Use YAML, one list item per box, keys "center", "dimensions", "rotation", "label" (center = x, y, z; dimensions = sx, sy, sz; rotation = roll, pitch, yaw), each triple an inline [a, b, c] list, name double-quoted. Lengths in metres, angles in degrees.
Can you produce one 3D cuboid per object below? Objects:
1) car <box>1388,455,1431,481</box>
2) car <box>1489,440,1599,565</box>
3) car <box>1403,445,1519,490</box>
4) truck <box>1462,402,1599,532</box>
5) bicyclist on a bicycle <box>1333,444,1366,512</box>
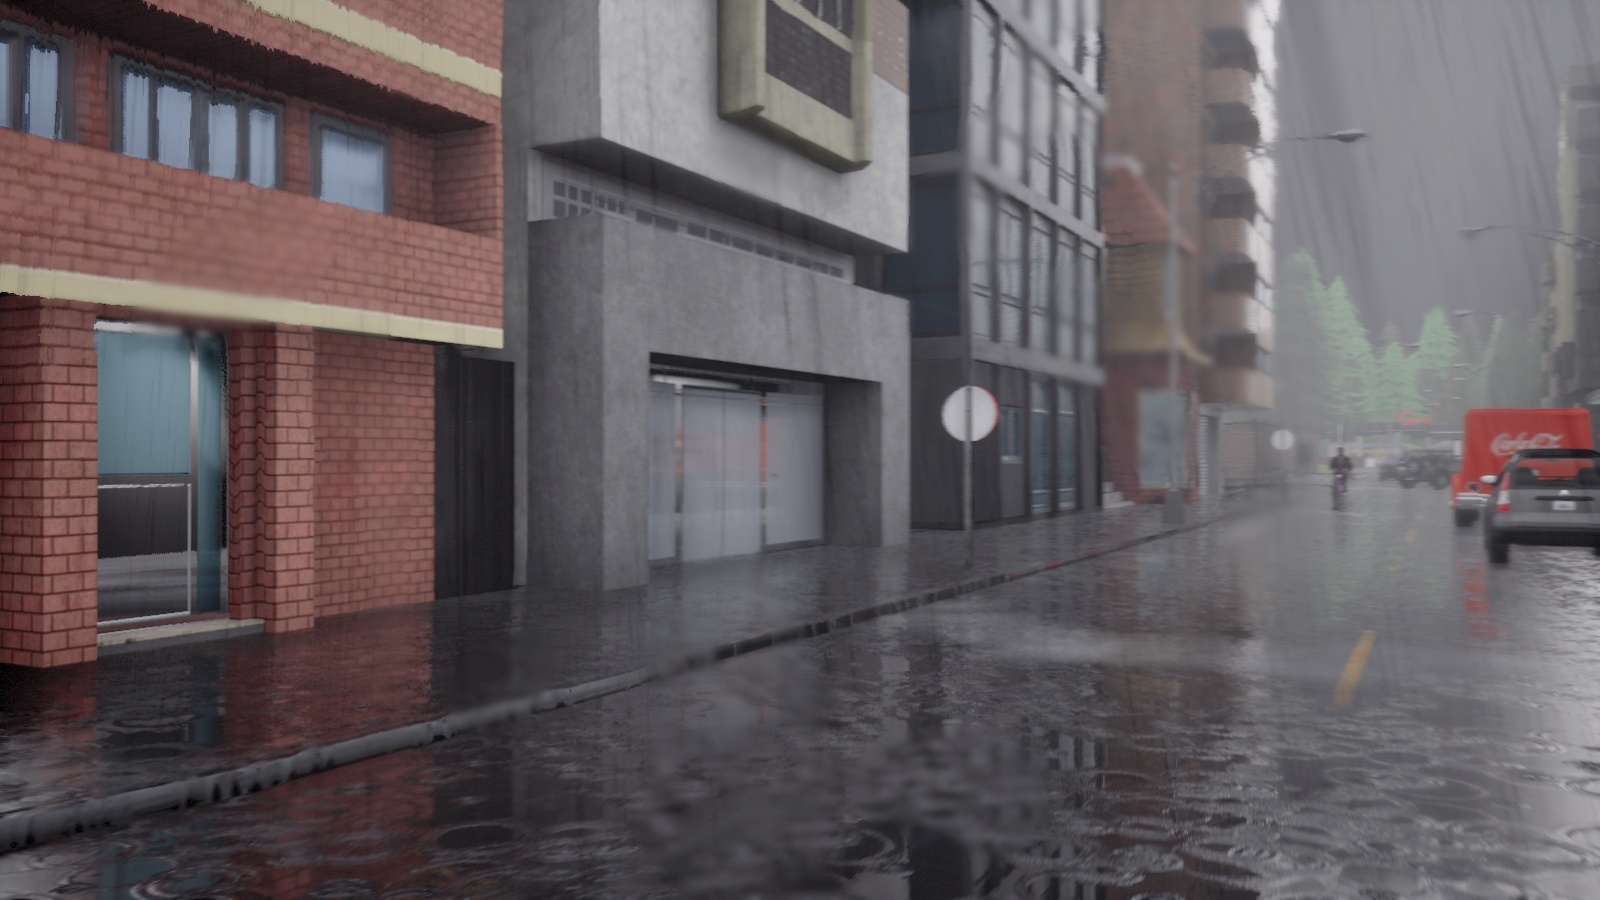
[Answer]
- center: [35.471, 1.023, 72.979]
  dimensions: [2.033, 1.411, 5.357]
  rotation: [0, 0, 28]
  label: "car"
- center: [11.069, 0.691, 18.176]
  dimensions: [1.851, 1.617, 3.988]
  rotation: [0, 0, 28]
  label: "car"
- center: [28.715, 0.725, 54.546]
  dimensions: [4.605, 1.855, 1.932]
  rotation: [0, 1, -22]
  label: "car"
- center: [15.531, 0.332, 26.628]
  dimensions: [2.627, 2.467, 5.204]
  rotation: [0, 0, 28]
  label: "truck"
- center: [14.809, 0.729, 33.825]
  dimensions: [0.659, 1.776, 1.843]
  rotation: [0, 0, 28]
  label: "bicyclist on a bicycle"
